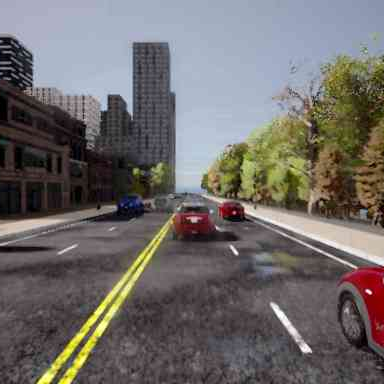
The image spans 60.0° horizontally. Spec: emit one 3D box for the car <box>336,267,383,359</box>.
[{"bbox_3d":[3.351,1.352,3.482,2.097,1.767,4.553,0,0,0],"label":"car"}]

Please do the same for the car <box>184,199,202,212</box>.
[{"bbox_3d":[0.098,1.567,38.983,1.994,1.385,4.181,0,0,0],"label":"car"}]

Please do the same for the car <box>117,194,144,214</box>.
[{"bbox_3d":[-6.582,1.226,36.141,2.150,2.045,5.566,0,0,0],"label":"car"}]

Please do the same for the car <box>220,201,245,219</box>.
[{"bbox_3d":[3.349,1.480,28.740,1.882,1.535,5.008,0,0,0],"label":"car"}]

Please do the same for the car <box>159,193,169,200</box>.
[{"bbox_3d":[-6.500,1.088,77.614,1.882,1.535,5.008,0,0,0],"label":"car"}]

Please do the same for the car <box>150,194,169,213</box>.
[{"bbox_3d":[-3.328,1.354,36.438,2.097,1.767,4.553,0,0,0],"label":"car"}]

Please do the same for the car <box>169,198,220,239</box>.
[{"bbox_3d":[0.102,1.353,17.574,2.097,1.767,4.553,0,0,0],"label":"car"}]
